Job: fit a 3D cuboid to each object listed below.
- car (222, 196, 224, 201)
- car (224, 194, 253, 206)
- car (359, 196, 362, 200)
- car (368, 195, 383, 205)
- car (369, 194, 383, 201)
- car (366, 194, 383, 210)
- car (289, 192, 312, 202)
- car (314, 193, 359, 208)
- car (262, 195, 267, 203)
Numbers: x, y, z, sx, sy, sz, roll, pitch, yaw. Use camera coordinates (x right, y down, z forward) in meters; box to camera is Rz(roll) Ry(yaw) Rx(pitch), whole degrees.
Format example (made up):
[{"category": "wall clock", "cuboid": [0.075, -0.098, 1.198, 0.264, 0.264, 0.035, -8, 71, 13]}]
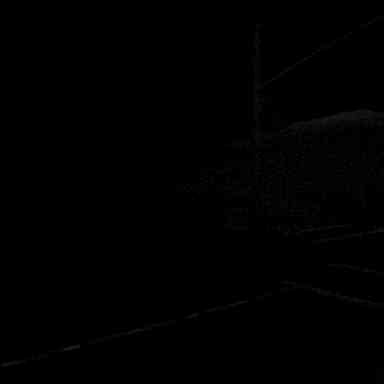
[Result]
[{"category": "car", "cuboid": [5.956, 1.156, 55.051, 1.970, 1.475, 3.806, 0, 0, -36]}, {"category": "car", "cuboid": [7.115, 1.229, 47.192, 2.007, 1.523, 4.514, 0, 0, -36]}, {"category": "car", "cuboid": [38.596, 1.212, 79.374, 1.845, 1.501, 3.633, 0, 0, -36]}, {"category": "car", "cuboid": [29.118, 1.188, 49.862, 2.007, 1.523, 4.514, 0, 0, -36]}, {"category": "car", "cuboid": [40.526, 1.228, 71.613, 1.970, 1.475, 3.806, 0, 0, -36]}, {"category": "car", "cuboid": [20.548, 1.000, 34.840, 1.905, 1.878, 3.866, 0, 0, -36]}, {"category": "car", "cuboid": [21.338, 0.960, 66.565, 1.905, 1.878, 3.866, 0, 0, -36]}, {"category": "car", "cuboid": [18.604, 1.013, 43.143, 1.932, 1.855, 4.605, 0, 0, -36]}, {"category": "car", "cuboid": [10.968, 1.064, 59.071, 2.152, 1.636, 5.027, 0, 0, -36]}]
